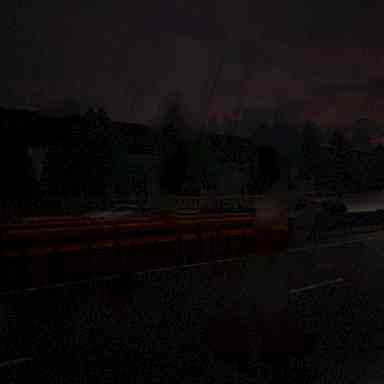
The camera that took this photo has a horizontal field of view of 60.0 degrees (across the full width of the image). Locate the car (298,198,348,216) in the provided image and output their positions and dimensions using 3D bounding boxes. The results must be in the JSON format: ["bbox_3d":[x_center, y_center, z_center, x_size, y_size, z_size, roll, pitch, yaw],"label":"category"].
[{"bbox_3d":[11.481,1.400,28.597,4.181,1.385,1.994,-2,1,-34],"label":"car"}]

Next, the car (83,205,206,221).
[{"bbox_3d":[-2.083,1.491,15.245,4.902,1.511,2.128,0,0,-34],"label":"car"}]

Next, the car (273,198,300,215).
[{"bbox_3d":[9.861,1.324,31.825,4.892,1.490,1.837,-2,1,-34],"label":"car"}]

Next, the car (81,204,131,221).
[{"bbox_3d":[-4.827,1.525,21.843,4.674,1.442,1.812,0,0,-34],"label":"car"}]

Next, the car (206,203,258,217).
[{"bbox_3d":[2.287,1.494,22.439,4.902,1.511,2.128,0,0,-34],"label":"car"}]
